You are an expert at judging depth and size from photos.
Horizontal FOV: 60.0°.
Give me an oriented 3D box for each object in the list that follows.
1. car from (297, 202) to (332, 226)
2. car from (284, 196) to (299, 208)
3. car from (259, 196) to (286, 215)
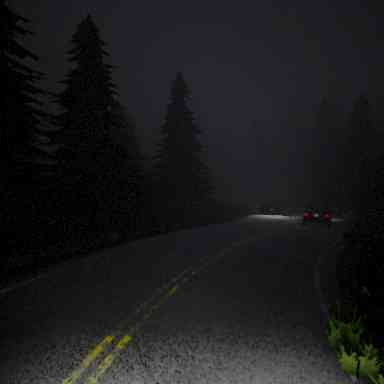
[{"bbox_3d":[8.788,1.491,23.402,2.033,1.411,5.357,2,1,21],"label":"car"},{"bbox_3d":[11.770,1.180,41.180,1.882,1.535,5.008,0,1,0],"label":"car"},{"bbox_3d":[7.332,1.340,30.767,1.994,1.385,4.181,2,1,13],"label":"car"}]
